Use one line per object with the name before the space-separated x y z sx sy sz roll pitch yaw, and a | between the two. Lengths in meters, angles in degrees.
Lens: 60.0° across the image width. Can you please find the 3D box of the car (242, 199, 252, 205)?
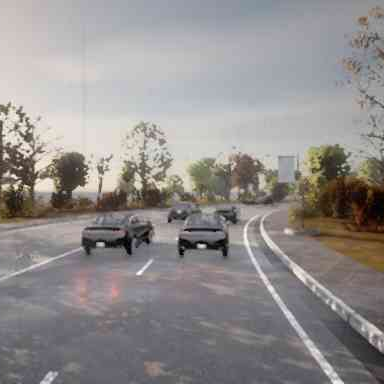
car | 12.996 2.293 74.222 1.895 1.301 4.718 0 -1 35

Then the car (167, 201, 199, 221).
car | -0.526 1.612 28.251 2.097 1.767 4.553 0 -1 13

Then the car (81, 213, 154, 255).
car | -2.903 1.619 13.899 2.128 1.511 4.902 0 0 6

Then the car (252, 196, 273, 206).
car | 15.703 1.913 71.994 2.150 2.045 5.566 0 -1 35

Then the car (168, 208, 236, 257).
car | 0.580 1.621 13.559 2.128 1.511 4.902 0 0 6

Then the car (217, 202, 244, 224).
car | 2.941 1.774 27.683 1.837 1.490 4.892 0 0 13
